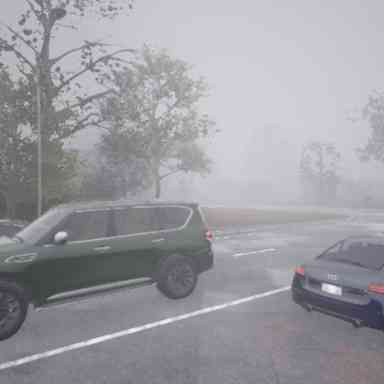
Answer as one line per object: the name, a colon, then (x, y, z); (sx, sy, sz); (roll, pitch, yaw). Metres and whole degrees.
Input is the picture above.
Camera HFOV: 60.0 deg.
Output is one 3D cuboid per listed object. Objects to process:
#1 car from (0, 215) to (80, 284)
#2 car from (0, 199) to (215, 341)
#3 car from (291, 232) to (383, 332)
car: (-5.633, 1.503, 8.550); (4.892, 1.490, 1.837); (-1, 0, -35)
car: (-2.089, 1.199, 6.782); (5.566, 2.045, 2.150); (-1, 0, -35)
car: (3.856, 1.490, 6.444); (4.181, 1.385, 1.994); (-1, 0, -35)
